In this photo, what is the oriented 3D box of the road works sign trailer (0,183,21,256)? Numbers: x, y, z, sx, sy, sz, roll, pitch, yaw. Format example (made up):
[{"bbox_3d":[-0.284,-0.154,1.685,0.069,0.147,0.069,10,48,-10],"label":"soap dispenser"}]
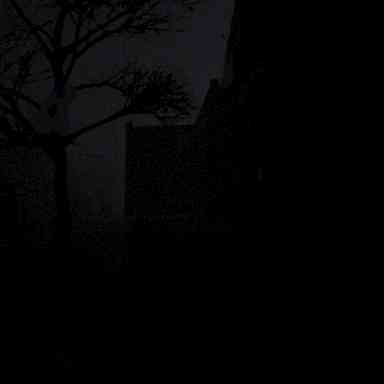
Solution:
[{"bbox_3d":[-7.495,1.021,10.568,3.560,2.380,2.880,-4,2,-10],"label":"road works sign trailer"}]
